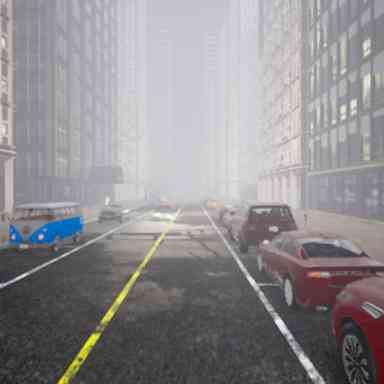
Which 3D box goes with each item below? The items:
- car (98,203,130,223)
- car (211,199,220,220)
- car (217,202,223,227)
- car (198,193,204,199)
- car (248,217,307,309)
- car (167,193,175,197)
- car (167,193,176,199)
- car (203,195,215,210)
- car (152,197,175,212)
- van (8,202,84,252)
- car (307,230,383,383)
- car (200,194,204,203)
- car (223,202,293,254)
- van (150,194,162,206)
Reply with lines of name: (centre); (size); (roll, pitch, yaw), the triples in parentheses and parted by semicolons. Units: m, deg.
car: (-5.696, 1.508, 24.766); (2.008, 1.369, 4.403); (0, 0, 0)
car: (2.684, 1.501, 24.764); (1.887, 1.381, 4.507); (0, 0, 0)
car: (2.684, 1.492, 19.236); (1.752, 1.417, 4.829); (0, 0, 0)
car: (2.682, 1.425, 64.653); (1.947, 1.339, 4.313); (0, 0, 0)
car: (2.685, 1.532, 7.669); (1.887, 1.381, 4.507); (0, 0, 0)
car: (-5.699, 1.333, 87.448); (1.887, 1.381, 4.507); (0, 0, 0)
car: (-5.701, 1.083, 93.146); (2.192, 1.841, 5.009); (0, 0, 0)
car: (2.684, 1.445, 42.030); (1.752, 1.417, 4.829); (0, 0, 0)
car: (-3.003, 1.532, 37.358); (1.895, 1.301, 4.718); (0, 0, 0)
van: (-5.697, 1.319, 13.372); (1.690, 1.788, 3.998); (0, 0, 0)
car: (2.685, 1.312, 1.971); (2.192, 1.841, 5.009); (0, 0, 0)
car: (2.683, 1.457, 53.257); (1.947, 1.339, 4.313); (0, 0, 0)
car: (2.684, 1.292, 13.368); (2.192, 1.841, 5.009); (0, 0, 0)
van: (-5.699, 1.233, 53.259); (1.690, 1.788, 3.998); (0, 0, 0)
